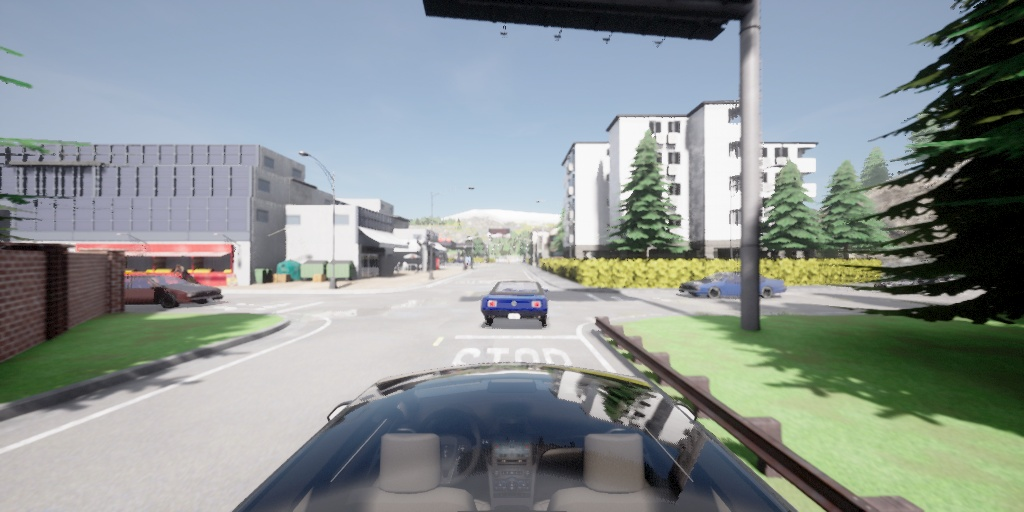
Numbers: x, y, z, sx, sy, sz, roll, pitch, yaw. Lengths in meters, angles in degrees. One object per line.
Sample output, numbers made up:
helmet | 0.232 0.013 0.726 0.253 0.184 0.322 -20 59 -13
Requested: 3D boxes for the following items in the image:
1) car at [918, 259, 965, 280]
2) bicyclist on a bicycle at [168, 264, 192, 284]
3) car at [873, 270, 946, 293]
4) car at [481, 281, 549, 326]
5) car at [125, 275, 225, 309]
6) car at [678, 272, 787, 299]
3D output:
car | 41.134 1.358 34.525 2.150 2.045 5.566 0 0 35
bicyclist on a bicycle | -21.808 1.340 23.577 0.582 1.620 1.656 0 0 1
car | 25.378 1.563 23.020 4.674 1.442 1.812 0 0 -24
car | 0.282 1.482 12.005 1.895 1.301 4.718 0 -3 6
car | -16.092 1.547 15.993 5.357 1.411 2.033 0 0 1
car | 12.078 1.567 19.705 5.357 1.411 2.033 0 0 -6
